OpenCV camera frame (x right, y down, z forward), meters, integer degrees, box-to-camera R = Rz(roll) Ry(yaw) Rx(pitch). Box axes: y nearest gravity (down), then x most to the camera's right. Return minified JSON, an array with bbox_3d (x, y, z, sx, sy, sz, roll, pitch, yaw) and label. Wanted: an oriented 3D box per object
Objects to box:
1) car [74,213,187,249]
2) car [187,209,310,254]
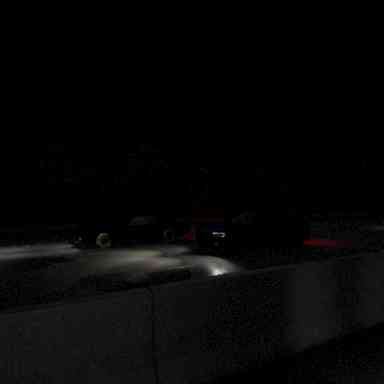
[{"bbox_3d":[-2.596,1.589,14.571,4.718,1.301,1.895,0,0,-31],"label":"car"},{"bbox_3d":[2.528,1.472,13.493,5.008,1.535,1.882,0,0,-29],"label":"car"}]
